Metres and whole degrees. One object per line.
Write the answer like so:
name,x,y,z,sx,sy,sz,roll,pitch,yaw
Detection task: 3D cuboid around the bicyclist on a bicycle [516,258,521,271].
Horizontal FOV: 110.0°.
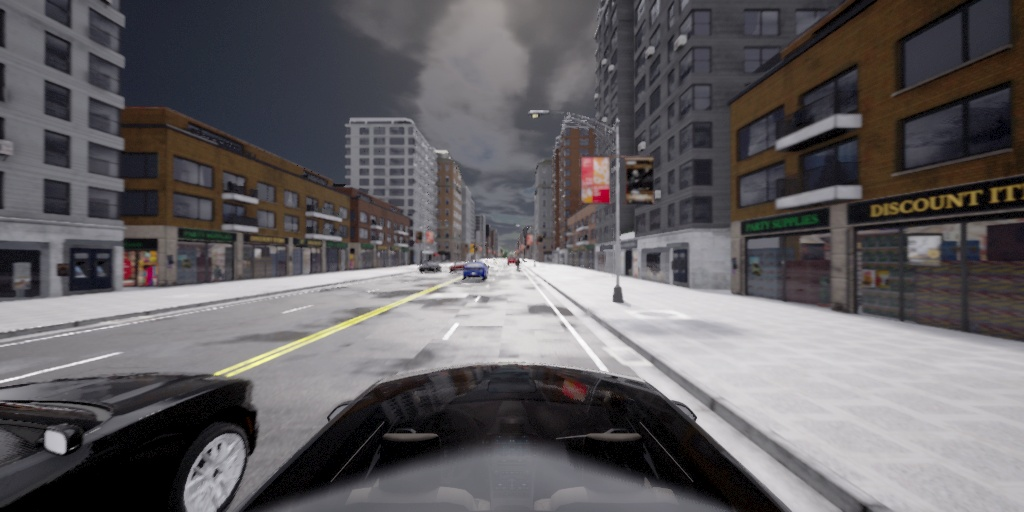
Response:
bicyclist on a bicycle,0.906,1.188,50.072,0.659,1.776,1.843,0,0,0

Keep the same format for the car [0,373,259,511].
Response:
car,-3.150,1.227,1.099,1.882,1.535,5.008,0,0,0

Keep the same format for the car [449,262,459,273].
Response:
car,-6.569,1.410,44.617,1.895,1.301,4.718,0,0,0

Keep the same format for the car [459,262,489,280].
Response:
car,-3.144,1.269,31.730,1.882,1.535,5.008,0,0,0

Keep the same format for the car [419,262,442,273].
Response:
car,-9.823,1.408,43.312,1.895,1.301,4.718,0,0,0
